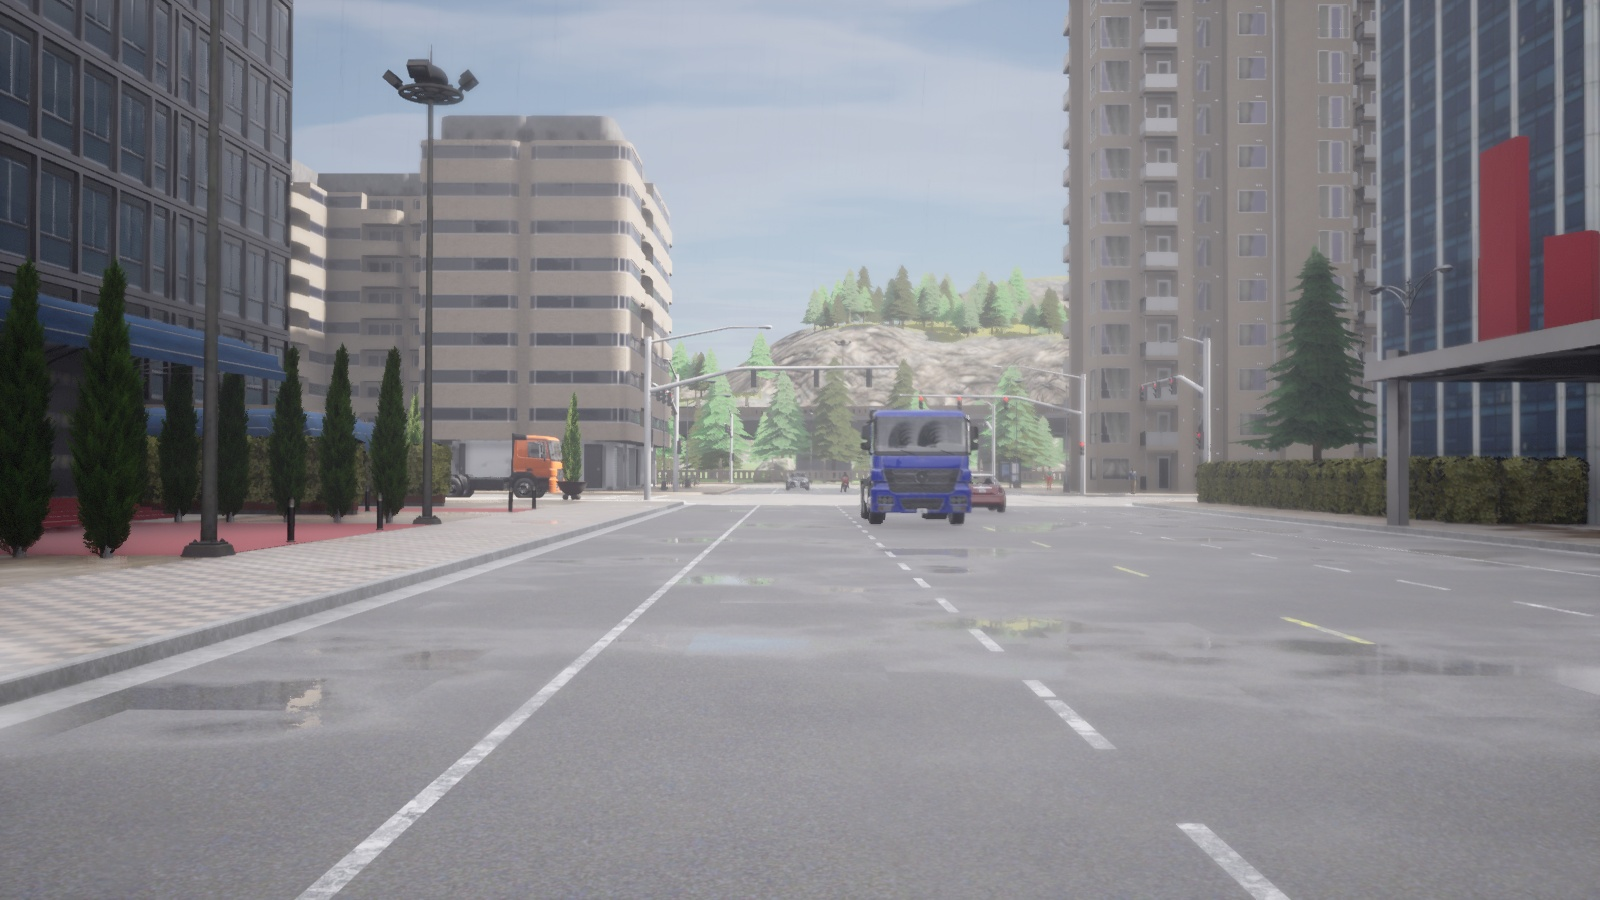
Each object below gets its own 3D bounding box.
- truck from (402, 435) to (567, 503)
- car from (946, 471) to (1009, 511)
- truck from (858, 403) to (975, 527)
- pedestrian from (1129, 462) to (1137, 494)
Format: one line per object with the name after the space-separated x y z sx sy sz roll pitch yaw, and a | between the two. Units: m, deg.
-16.486 1.004 66.013 7.936 3.462 2.891 0 -1 0 | truck
6.925 1.579 49.328 1.970 1.475 3.806 0 -1 0 | car
3.437 0.475 39.197 2.891 3.462 7.936 0 -1 0 | truck
20.915 1.761 78.783 0.423 1.949 0.788 0 -1 11 | pedestrian
